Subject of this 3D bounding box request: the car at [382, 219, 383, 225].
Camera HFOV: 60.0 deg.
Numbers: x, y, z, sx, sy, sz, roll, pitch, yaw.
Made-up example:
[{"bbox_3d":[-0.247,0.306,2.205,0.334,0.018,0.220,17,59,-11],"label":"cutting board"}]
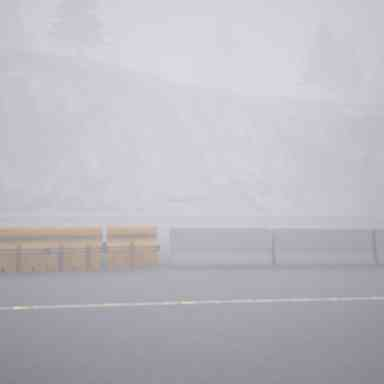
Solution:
[{"bbox_3d":[16.154,1.855,23.511,4.902,1.511,2.128,0,-1,1],"label":"car"}]
